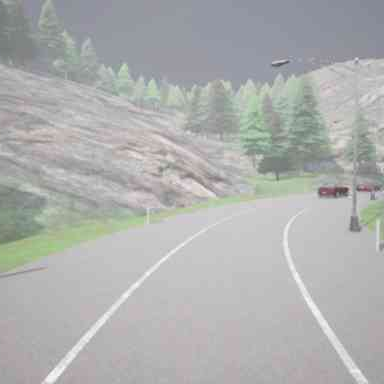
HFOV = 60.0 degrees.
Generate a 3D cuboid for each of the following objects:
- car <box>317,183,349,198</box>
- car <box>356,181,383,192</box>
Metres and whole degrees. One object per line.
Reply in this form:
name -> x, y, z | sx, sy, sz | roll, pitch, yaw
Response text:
car -> 15.229, -0.234, 35.779 | 1.882, 1.535, 5.008 | 2, 4, 43
car -> 23.175, -0.756, 43.250 | 4.181, 1.385, 1.994 | -4, 4, -35
